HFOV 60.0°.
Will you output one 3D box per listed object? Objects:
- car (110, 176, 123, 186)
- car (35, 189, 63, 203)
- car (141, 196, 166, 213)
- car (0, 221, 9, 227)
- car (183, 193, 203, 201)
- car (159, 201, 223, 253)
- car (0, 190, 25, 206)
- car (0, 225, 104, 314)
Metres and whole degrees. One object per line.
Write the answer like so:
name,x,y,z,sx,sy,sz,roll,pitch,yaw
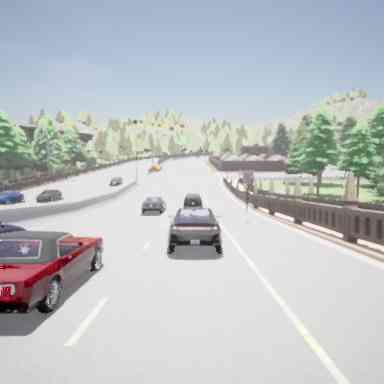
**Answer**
car,-14.109,-2.111,62.122,2.128,1.511,4.902,0,8,-3
car,-17.593,0.429,41.151,1.837,1.490,4.892,0,5,0
car,-3.409,1.100,30.154,2.033,1.411,5.357,0,2,0
car,-6.903,1.428,10.356,1.994,1.385,4.181,0,1,0
car,0.090,0.828,34.728,1.882,1.535,5.008,0,3,0
car,0.096,1.325,12.809,2.128,1.511,4.902,0,1,0
car,-21.089,0.623,38.092,1.882,1.535,5.008,0,4,0
car,-3.403,1.504,7.342,1.895,1.301,4.718,0,1,0
